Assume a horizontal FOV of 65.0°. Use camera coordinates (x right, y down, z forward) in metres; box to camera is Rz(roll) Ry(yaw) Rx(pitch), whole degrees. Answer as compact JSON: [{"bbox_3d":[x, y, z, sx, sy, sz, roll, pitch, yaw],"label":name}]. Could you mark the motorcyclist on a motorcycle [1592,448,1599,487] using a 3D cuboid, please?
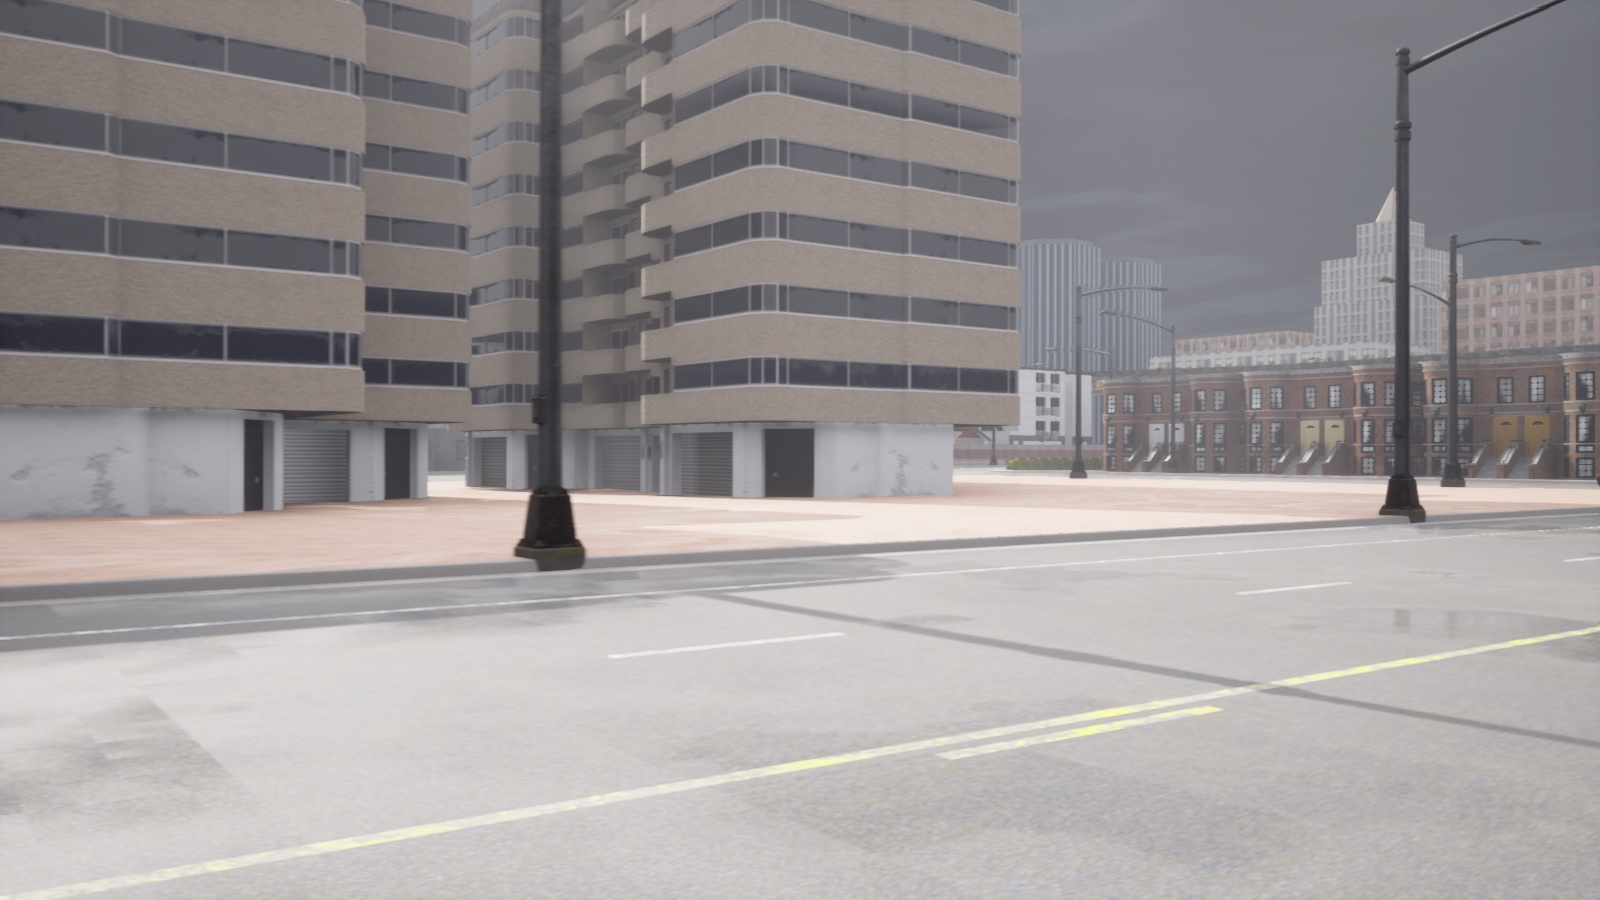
[{"bbox_3d":[35.032,0.752,53.231,0.766,1.649,2.350,0,0,-35],"label":"motorcyclist on a motorcycle"}]
